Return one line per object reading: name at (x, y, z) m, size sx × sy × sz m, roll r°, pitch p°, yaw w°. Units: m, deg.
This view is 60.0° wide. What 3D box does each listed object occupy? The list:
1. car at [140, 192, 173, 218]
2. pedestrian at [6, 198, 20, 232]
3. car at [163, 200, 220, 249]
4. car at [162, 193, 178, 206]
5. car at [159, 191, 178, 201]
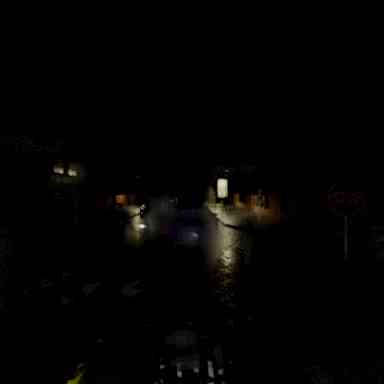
car at (-2.886, 1.123, 26.734) m, size 2.097 × 1.767 × 4.553 m, roll 0°, pitch 0°, yaw 0°
pedestrian at (-9.695, 1.219, 17.886) m, size 0.375 × 1.860 × 0.375 m, roll 0°, pitch -1°, yaw 1°
car at (0.062, 1.324, 13.774) m, size 1.882 × 1.535 × 5.008 m, roll -1°, pitch 1°, yaw 0°
car at (-3.075, 1.049, 46.719) m, size 2.097 × 1.767 × 4.553 m, roll 0°, pitch 0°, yaw -2°
car at (-2.912, 0.943, 36.542) m, size 2.150 × 2.045 × 5.566 m, roll 0°, pitch 0°, yaw 0°
